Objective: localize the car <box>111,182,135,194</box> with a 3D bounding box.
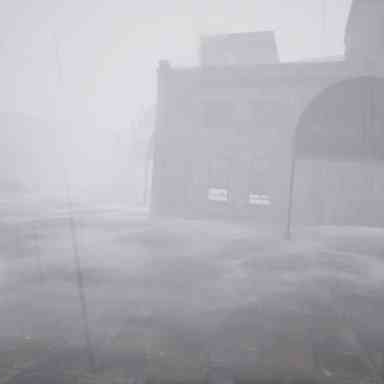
[{"bbox_3d":[-9.157,-0.612,46.290,2.128,1.511,4.902,5,4,24],"label":"car"}]
